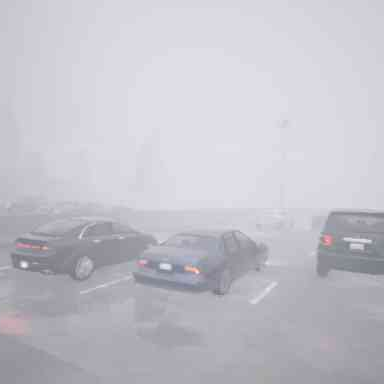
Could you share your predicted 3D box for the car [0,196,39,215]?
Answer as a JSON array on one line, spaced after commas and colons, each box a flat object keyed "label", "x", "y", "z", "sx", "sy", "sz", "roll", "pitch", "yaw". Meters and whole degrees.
[{"label": "car", "x": -15.454, "y": 1.156, "z": 30.669, "sx": 2.097, "sy": 1.767, "sz": 4.553, "roll": 2, "pitch": -1, "yaw": 32}]

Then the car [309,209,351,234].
[{"label": "car", "x": 10.578, "y": 2.152, "z": 25.323, "sx": 1.882, "sy": 1.535, "sz": 5.008, "roll": 2, "pitch": -1, "yaw": 35}]

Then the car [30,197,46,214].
[{"label": "car", "x": -11.638, "y": 1.440, "z": 30.191, "sx": 1.837, "sy": 1.490, "sz": 4.892, "roll": 1, "pitch": -1, "yaw": 32}]

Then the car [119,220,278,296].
[{"label": "car", "x": 0.607, "y": 1.677, "z": 9.197, "sx": 2.033, "sy": 1.411, "sz": 5.357, "roll": 2, "pitch": -1, "yaw": 28}]

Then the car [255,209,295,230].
[{"label": "car", "x": 6.352, "y": 2.050, "z": 25.383, "sx": 1.812, "sy": 1.442, "sz": 4.674, "roll": 2, "pitch": -1, "yaw": 35}]

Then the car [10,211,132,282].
[{"label": "car", "x": -2.855, "y": 1.521, "z": 10.005, "sx": 1.837, "sy": 1.490, "sz": 4.892, "roll": 2, "pitch": -1, "yaw": 27}]

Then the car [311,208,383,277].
[{"label": "car", "x": 5.458, "y": 1.543, "z": 10.778, "sx": 2.150, "sy": 2.045, "sz": 5.566, "roll": 2, "pitch": -1, "yaw": 29}]

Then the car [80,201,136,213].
[{"label": "car", "x": -6.107, "y": 1.647, "z": 25.845, "sx": 1.994, "sy": 1.385, "sz": 4.181, "roll": 2, "pitch": -1, "yaw": 32}]

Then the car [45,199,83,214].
[{"label": "car", "x": -9.131, "y": 1.487, "z": 27.623, "sx": 2.128, "sy": 1.511, "sz": 4.902, "roll": 2, "pitch": -1, "yaw": 32}]
